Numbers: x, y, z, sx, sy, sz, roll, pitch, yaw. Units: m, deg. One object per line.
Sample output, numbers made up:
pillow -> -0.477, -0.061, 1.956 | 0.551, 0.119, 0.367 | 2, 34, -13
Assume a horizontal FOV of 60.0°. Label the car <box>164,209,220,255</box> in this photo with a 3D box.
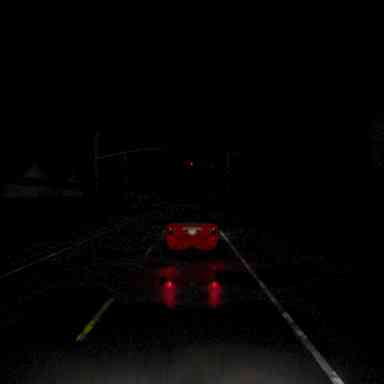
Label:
car -> 0.007, 1.481, 14.080 | 2.097, 1.767, 4.553 | 0, -1, 0
